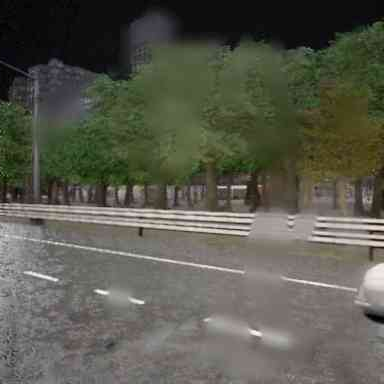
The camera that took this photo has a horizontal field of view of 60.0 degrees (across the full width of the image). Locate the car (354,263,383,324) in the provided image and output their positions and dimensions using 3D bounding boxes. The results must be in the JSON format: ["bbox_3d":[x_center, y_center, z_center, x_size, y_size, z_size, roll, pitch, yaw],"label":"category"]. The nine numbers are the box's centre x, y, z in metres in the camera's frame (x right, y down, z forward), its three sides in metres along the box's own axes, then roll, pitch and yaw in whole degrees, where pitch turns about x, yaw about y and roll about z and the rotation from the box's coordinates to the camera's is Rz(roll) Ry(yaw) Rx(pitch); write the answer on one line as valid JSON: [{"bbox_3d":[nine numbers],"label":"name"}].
[{"bbox_3d":[4.937,1.603,4.646,4.718,1.301,1.895,0,0,35],"label":"car"}]
